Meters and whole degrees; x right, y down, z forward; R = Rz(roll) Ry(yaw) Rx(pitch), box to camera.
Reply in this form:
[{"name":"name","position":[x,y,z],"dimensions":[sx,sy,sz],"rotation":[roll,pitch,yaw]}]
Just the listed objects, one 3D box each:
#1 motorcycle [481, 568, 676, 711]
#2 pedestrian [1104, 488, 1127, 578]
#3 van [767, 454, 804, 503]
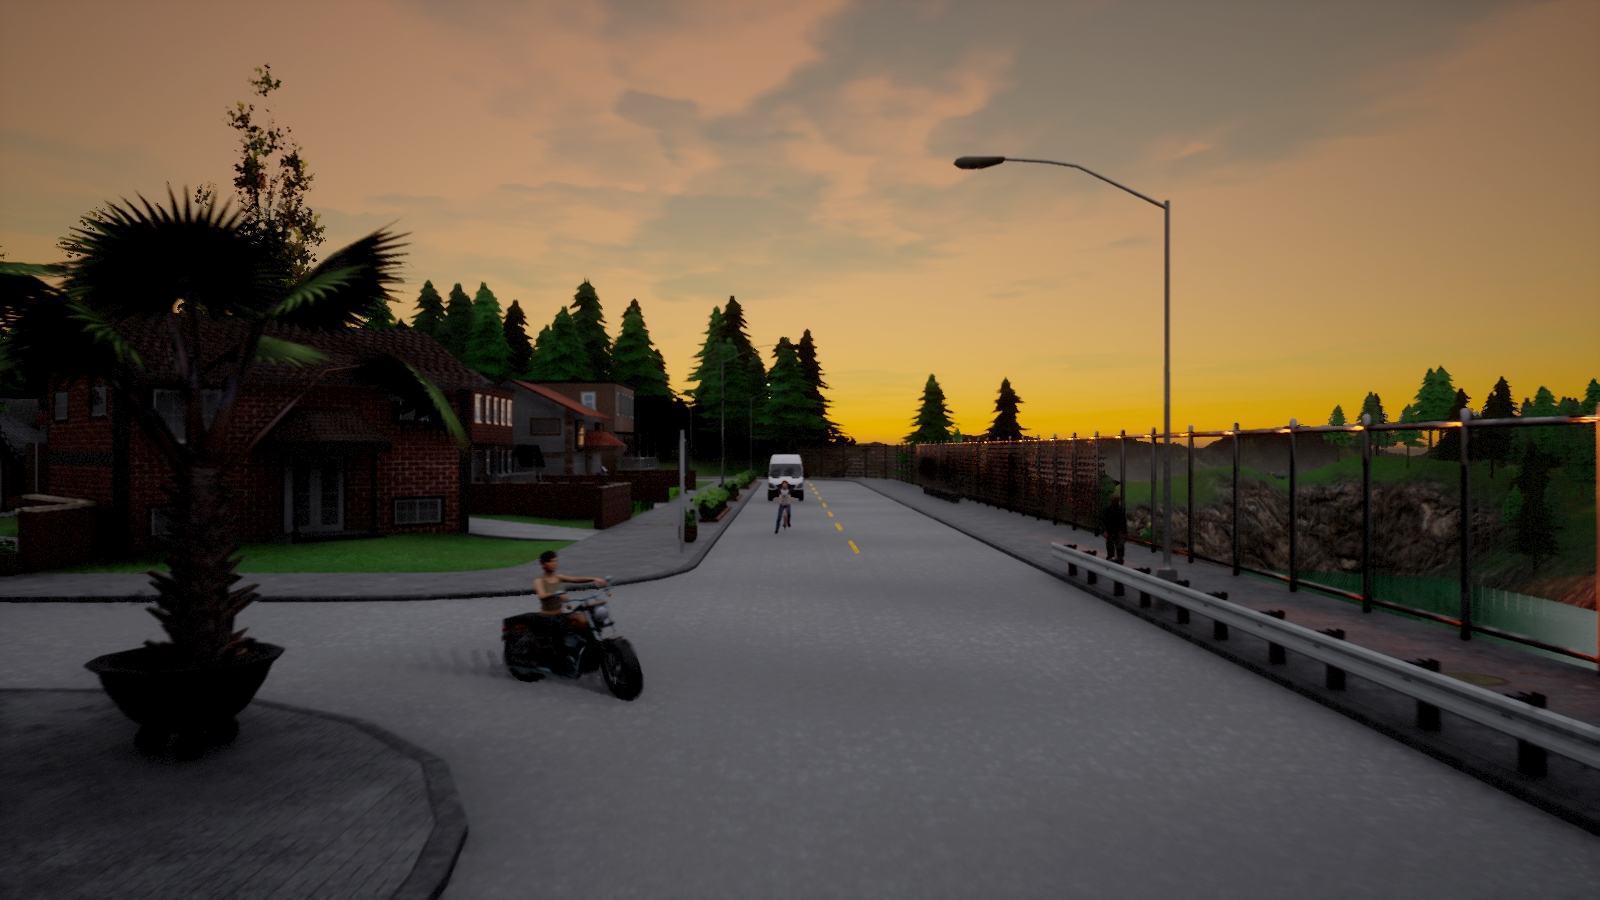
[{"name":"motorcycle","position":[-2.612,2.154,13.341],"dimensions":[2.356,1.307,0.764],"rotation":[0,4,36]},{"name":"pedestrian","position":[6.640,1.744,24.052],"dimensions":[0.375,1.860,0.375],"rotation":[0,0,-2]},{"name":"van","position":[-0.788,1.534,63.581],"dimensions":[1.988,2.561,5.915],"rotation":[0,0,-1]}]
